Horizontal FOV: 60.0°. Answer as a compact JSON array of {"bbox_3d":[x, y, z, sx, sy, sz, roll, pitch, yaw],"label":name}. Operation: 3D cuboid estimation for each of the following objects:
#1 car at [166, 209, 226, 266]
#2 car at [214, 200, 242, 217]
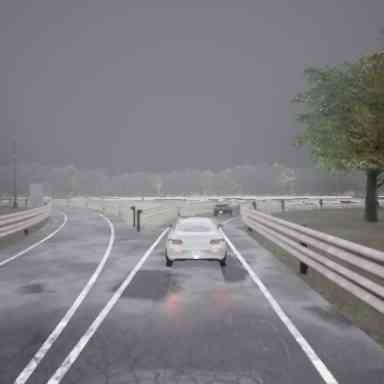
[{"bbox_3d":[0.126,1.548,11.514,1.812,1.442,4.674,0,0,0],"label":"car"},{"bbox_3d":[3.597,1.604,32.903,1.837,1.490,4.892,-2,-1,23],"label":"car"}]
